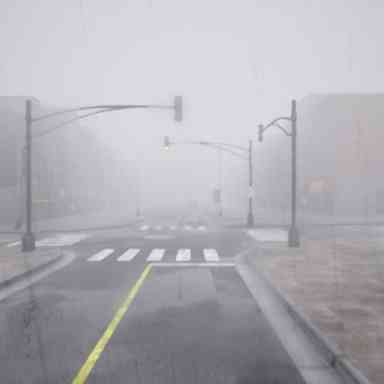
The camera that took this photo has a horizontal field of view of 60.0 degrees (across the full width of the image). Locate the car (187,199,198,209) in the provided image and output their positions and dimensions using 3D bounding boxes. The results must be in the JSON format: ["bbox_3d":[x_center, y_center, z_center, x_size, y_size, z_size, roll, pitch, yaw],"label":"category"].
[{"bbox_3d":[0.060,2.324,61.872,1.837,1.490,4.892,0,-1,0],"label":"car"}]

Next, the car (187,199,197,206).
[{"bbox_3d":[0.070,2.308,72.294,2.033,1.411,5.357,0,-1,0],"label":"car"}]
